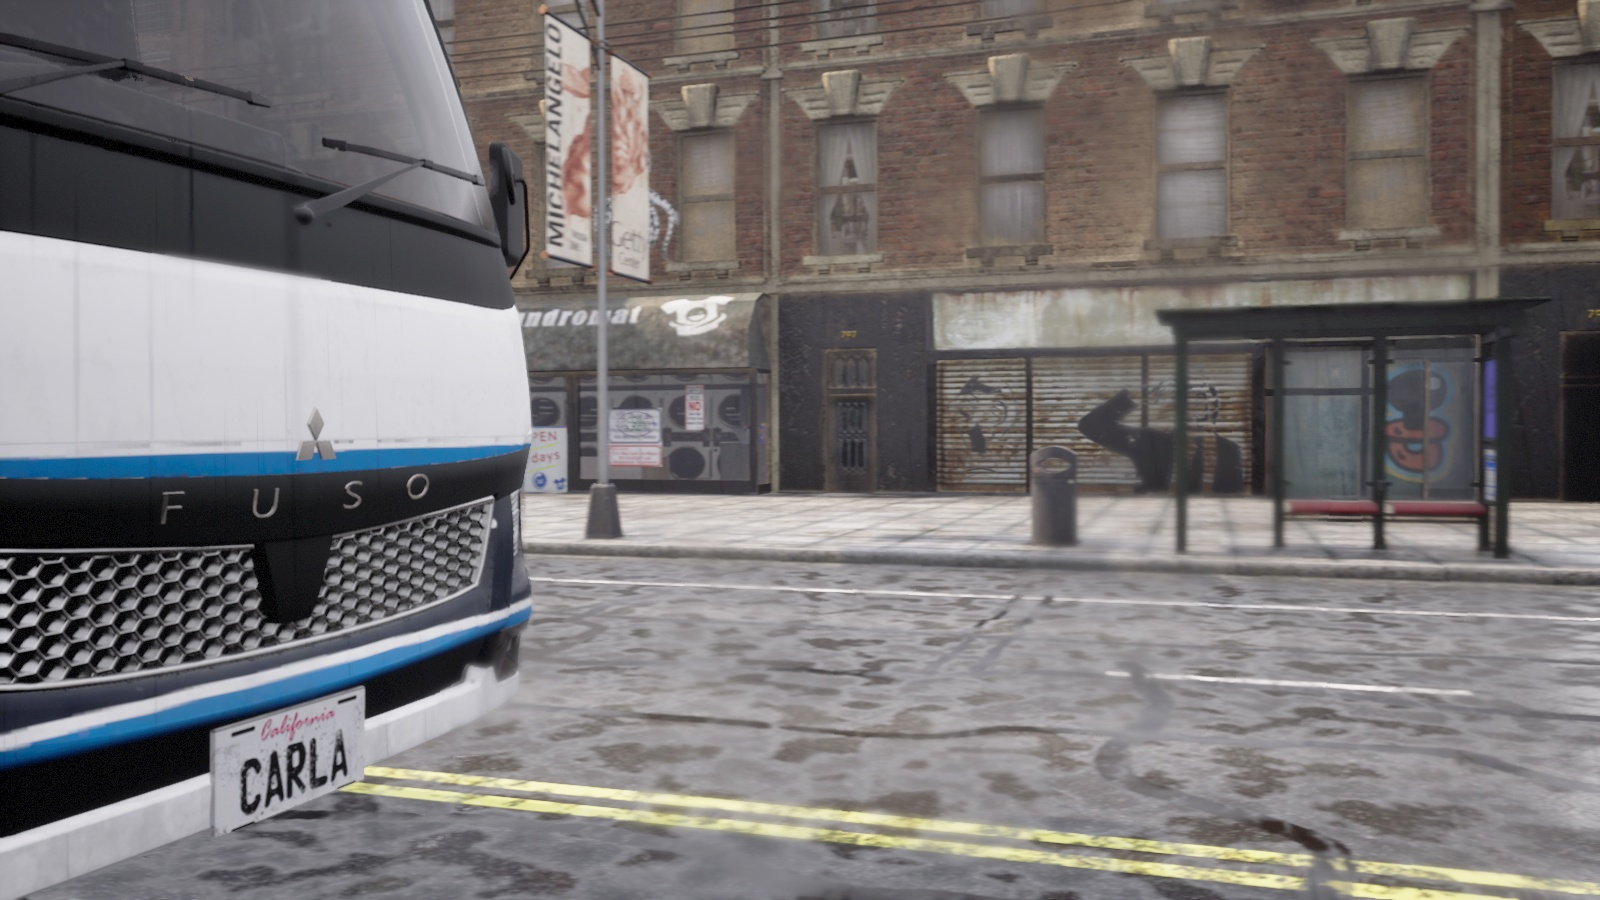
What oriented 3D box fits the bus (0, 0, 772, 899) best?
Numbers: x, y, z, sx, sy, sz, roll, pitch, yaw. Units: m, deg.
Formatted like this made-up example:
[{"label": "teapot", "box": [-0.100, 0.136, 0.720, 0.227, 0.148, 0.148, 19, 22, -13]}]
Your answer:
[{"label": "bus", "box": [-5.625, -0.651, 5.064, 10.273, 4.253, 3.944, 1, 1, 19]}]
